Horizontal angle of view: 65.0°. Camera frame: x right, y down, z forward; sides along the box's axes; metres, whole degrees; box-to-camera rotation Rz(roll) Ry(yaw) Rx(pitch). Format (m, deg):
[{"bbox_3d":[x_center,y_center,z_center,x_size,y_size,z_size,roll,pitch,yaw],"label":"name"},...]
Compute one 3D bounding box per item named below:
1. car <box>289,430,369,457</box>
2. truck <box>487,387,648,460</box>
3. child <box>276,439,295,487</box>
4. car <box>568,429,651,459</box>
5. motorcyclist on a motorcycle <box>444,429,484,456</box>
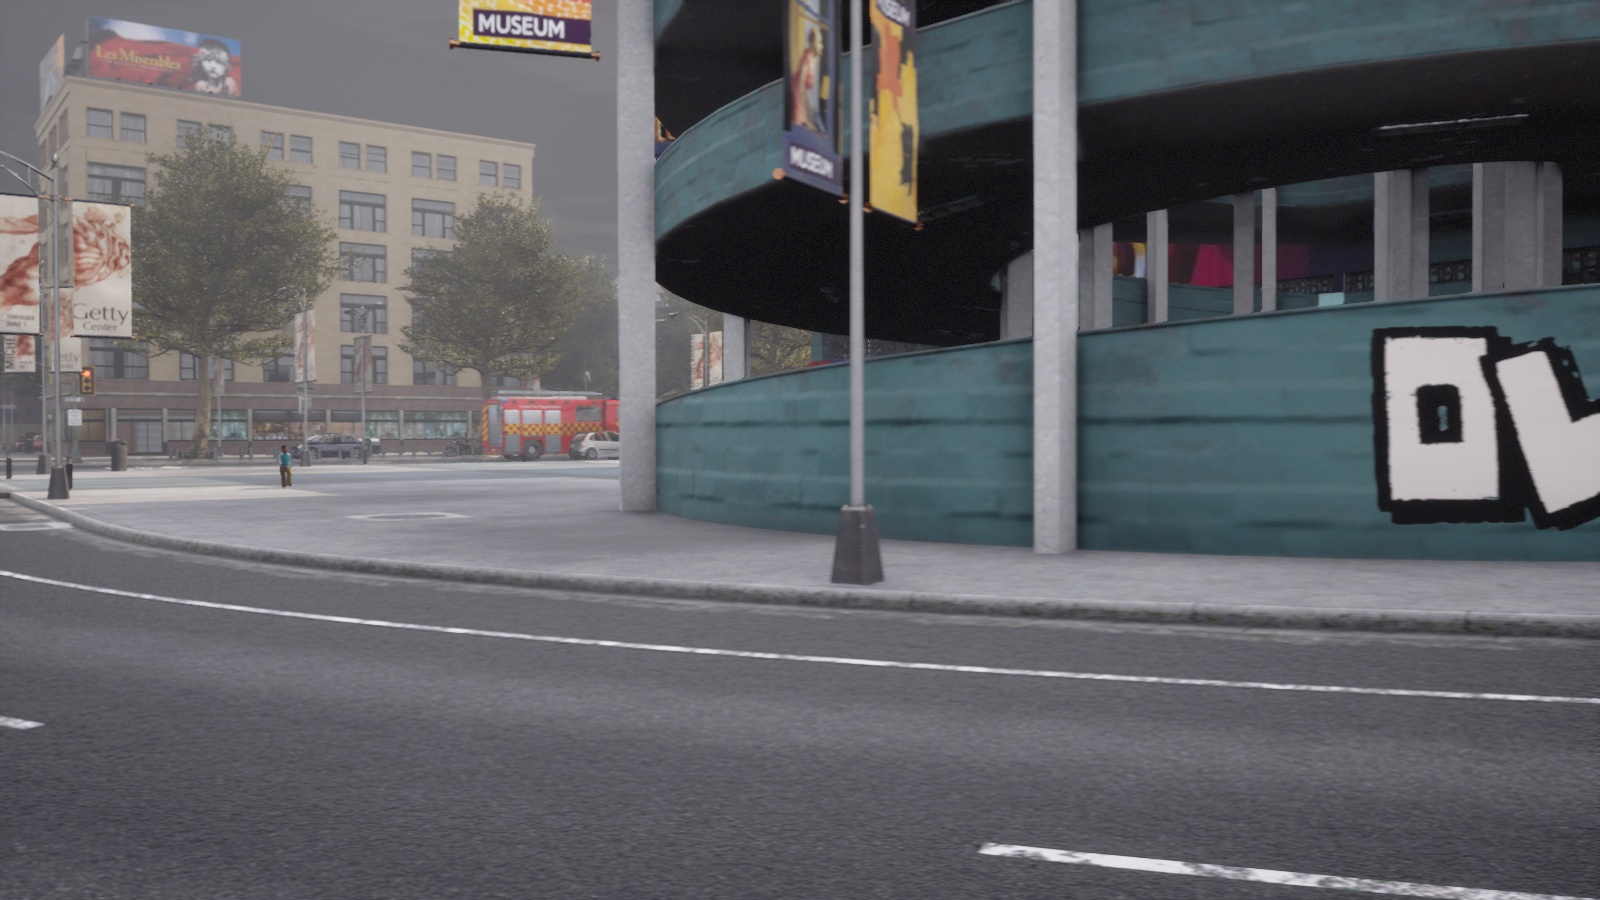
[{"bbox_3d":[-26.252,-0.369,70.008,3.806,1.475,1.970,0,1,-37],"label":"car"},{"bbox_3d":[-12.896,-1.446,70.102,8.468,3.827,2.891,0,1,-37],"label":"truck"},{"bbox_3d":[-13.103,0.329,31.987,0.343,1.192,0.448,0,1,-39],"label":"child"},{"bbox_3d":[-10.255,-0.337,67.729,3.988,1.617,1.851,0,1,-37],"label":"car"},{"bbox_3d":[-20.980,-0.490,78.428,2.350,1.649,0.766,0,1,-37],"label":"motorcyclist on a motorcycle"}]
